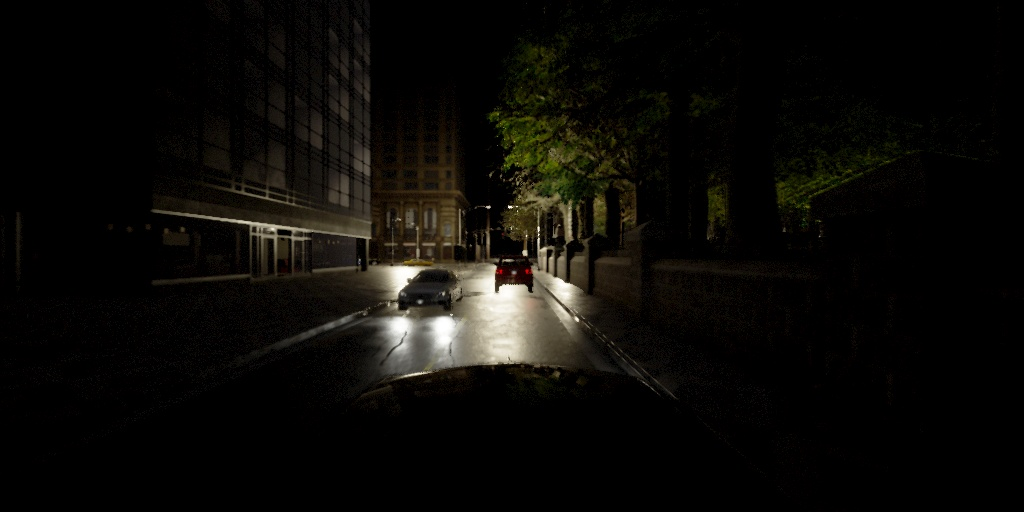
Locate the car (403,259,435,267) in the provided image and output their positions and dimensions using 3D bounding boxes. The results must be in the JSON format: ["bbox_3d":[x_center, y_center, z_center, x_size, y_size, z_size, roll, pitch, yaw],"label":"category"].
[{"bbox_3d":[-14.940,1.116,57.743,4.829,1.417,1.751,0,0,0],"label":"car"}]

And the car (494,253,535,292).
[{"bbox_3d":[0.107,0.968,21.543,2.150,2.045,5.566,0,0,0],"label":"car"}]

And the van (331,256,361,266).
[{"bbox_3d":[-26.351,0.809,57.809,3.998,1.789,1.690,0,0,0],"label":"van"}]

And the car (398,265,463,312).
[{"bbox_3d":[-3.099,1.276,14.432,1.812,1.442,4.674,0,0,0],"label":"car"}]
